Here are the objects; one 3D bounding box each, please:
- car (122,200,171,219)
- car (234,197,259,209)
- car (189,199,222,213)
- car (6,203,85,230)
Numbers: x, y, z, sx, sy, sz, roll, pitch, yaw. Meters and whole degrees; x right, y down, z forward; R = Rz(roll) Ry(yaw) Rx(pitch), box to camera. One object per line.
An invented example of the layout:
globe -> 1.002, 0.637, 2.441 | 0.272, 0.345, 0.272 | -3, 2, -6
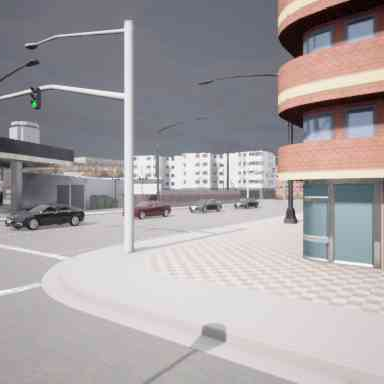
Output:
car -> -3.866, 1.478, 29.011 | 1.882, 1.535, 5.008 | 0, 0, 34
car -> 7.462, 1.491, 45.384 | 2.128, 1.511, 4.902 | 0, 0, 35
car -> 1.553, 1.491, 36.858 | 2.128, 1.511, 4.902 | 0, 0, 35
car -> -9.191, 1.505, 21.231 | 1.837, 1.490, 4.892 | 0, 0, 34
